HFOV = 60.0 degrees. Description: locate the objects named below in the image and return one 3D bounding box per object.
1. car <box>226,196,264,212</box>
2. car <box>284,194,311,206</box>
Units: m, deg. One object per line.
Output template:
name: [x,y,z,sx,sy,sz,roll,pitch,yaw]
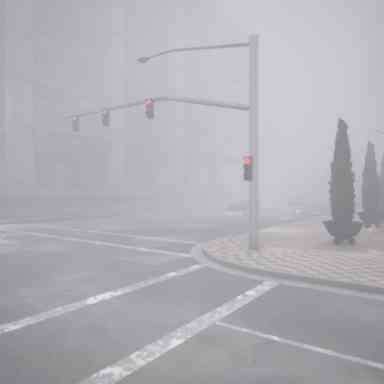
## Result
car: [6.012,1.539,38.371,2.033,1.411,5.357,0,0,36]
car: [16.917,1.553,53.272,1.837,1.490,4.892,0,0,36]
